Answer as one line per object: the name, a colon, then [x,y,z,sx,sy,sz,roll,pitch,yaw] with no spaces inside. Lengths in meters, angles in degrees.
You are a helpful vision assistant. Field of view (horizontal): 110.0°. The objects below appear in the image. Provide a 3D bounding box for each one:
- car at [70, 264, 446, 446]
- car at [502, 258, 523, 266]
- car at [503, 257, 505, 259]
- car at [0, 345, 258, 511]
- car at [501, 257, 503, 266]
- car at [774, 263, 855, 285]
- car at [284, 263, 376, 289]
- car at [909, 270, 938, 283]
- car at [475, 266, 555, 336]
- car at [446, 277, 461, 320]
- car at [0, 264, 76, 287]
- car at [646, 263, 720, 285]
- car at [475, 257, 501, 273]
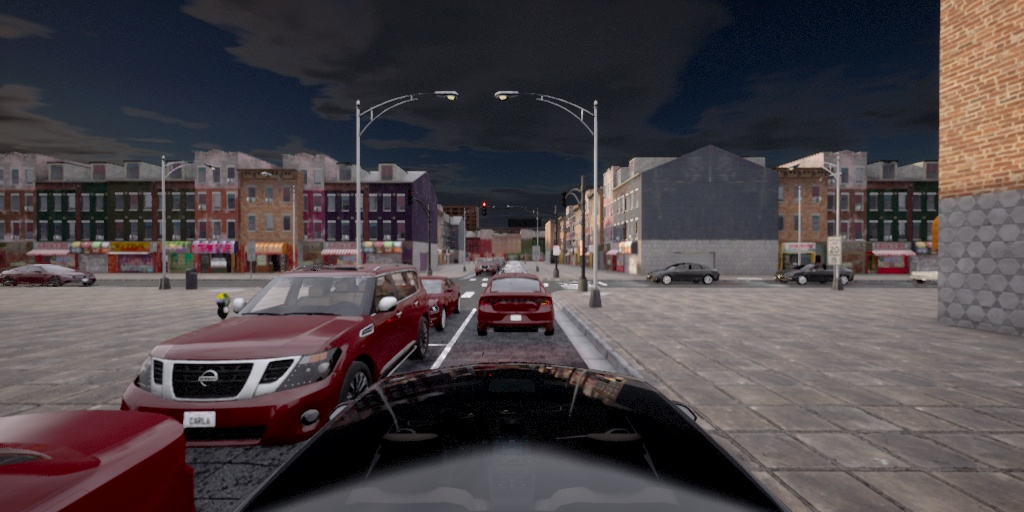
car: [-2.640,1.062,5.549,2.192,1.841,5.009,0,0,0]
car: [0.134,1.262,37.679,1.812,1.442,4.674,0,0,0]
car: [-2.663,1.300,64.526,2.007,1.370,4.403,0,0,0]
car: [-2.638,1.296,0.115,1.888,1.381,4.507,0,0,0]
car: [-2.657,1.053,48.246,2.192,1.841,5.009,0,0,0]
car: [21.609,1.263,25.744,4.892,1.490,1.837,0,0,0]
car: [-11.539,1.245,22.972,4.892,1.490,1.837,0,0,-2]
car: [31.770,1.376,25.727,4.718,1.301,1.895,0,0,0]
car: [0.093,1.222,10.445,1.882,1.535,5.008,0,0,0]
car: [-2.642,1.289,10.983,1.888,1.381,4.507,0,0,0]
car: [-29.556,1.254,22.868,4.674,1.442,1.812,0,0,0]
car: [12.218,1.250,25.757,4.892,1.490,1.837,0,0,0]
car: [-2.652,1.051,37.392,2.192,1.841,5.009,0,0,0]
